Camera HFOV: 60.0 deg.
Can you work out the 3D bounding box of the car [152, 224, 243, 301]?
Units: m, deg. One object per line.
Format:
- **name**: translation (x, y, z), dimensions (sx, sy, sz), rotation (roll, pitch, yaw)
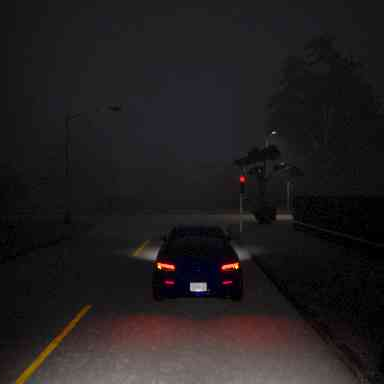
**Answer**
- **car**: translation (0.120, 1.526, 8.214), dimensions (1.812, 1.442, 4.674), rotation (0, 0, 0)
